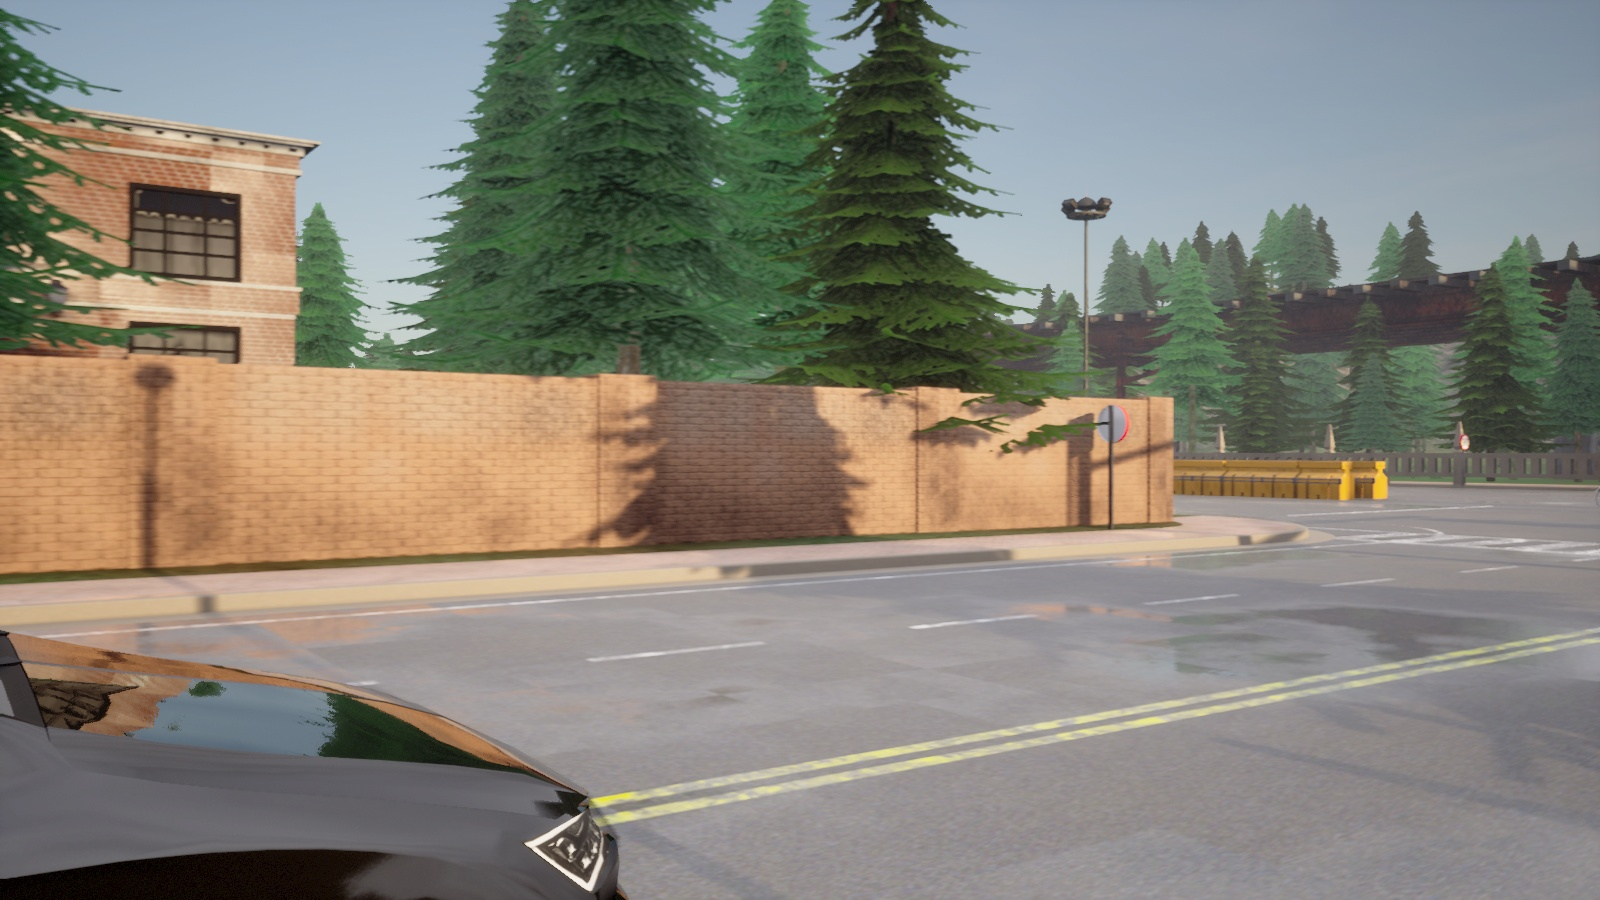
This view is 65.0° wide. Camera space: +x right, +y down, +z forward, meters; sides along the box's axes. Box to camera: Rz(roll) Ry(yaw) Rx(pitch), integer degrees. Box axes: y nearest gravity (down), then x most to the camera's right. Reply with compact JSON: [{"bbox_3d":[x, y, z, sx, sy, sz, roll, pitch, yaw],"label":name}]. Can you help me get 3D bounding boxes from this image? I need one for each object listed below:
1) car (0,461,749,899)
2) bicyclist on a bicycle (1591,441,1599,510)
[{"bbox_3d":[-2.340,0.768,2.030,4.193,1.474,1.816,0,0,-35],"label":"car"},{"bbox_3d":[21.108,0.648,31.660,0.659,1.776,1.843,0,0,-35],"label":"bicyclist on a bicycle"}]
